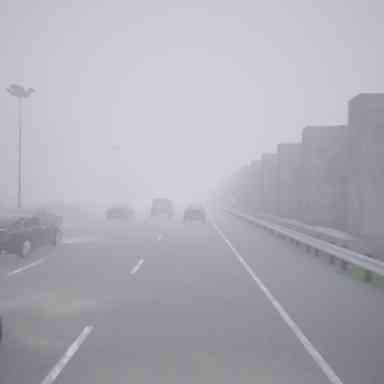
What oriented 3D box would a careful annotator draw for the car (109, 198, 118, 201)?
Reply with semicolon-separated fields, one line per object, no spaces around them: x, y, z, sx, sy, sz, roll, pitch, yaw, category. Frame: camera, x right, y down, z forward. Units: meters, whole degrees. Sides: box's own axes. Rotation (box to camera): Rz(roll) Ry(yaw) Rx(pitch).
-21.391;2.233;90.633;2.097;1.767;4.553;0;-1;-5;car

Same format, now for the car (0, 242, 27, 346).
-3.399;1.509;2.356;1.882;1.535;5.008;0;-1;0;car

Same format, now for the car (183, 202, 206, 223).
0.230;1.850;29.418;1.882;1.535;5.008;0;-1;1;car

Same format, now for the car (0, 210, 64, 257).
-6.896;1.675;13.434;1.837;1.490;4.892;0;-1;0;car

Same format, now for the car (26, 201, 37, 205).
-30.791;2.420;65.674;1.895;1.301;4.718;0;-1;0;car

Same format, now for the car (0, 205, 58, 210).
-10.373;1.826;22.031;2.033;1.411;5.357;0;-1;0;car

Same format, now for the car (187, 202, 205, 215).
0.499;2.025;42.167;2.128;1.511;4.902;0;-1;2;car

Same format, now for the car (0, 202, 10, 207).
-27.580;2.130;46.457;2.033;1.411;5.357;0;-1;1;car

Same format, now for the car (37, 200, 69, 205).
-20.518;1.972;49.382;2.097;1.767;4.553;0;-1;1;car

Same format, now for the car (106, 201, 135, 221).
-6.722;1.876;31.625;1.882;1.535;5.008;0;-1;1;car

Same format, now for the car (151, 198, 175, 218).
-3.128;1.676;36.048;2.150;2.045;5.566;0;-1;1;car

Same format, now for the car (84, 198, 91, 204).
-28.079;2.392;87.242;2.097;1.767;4.553;0;-1;-5;car

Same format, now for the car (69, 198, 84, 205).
-23.795;2.332;66.219;1.837;1.490;4.892;0;-1;0;car
